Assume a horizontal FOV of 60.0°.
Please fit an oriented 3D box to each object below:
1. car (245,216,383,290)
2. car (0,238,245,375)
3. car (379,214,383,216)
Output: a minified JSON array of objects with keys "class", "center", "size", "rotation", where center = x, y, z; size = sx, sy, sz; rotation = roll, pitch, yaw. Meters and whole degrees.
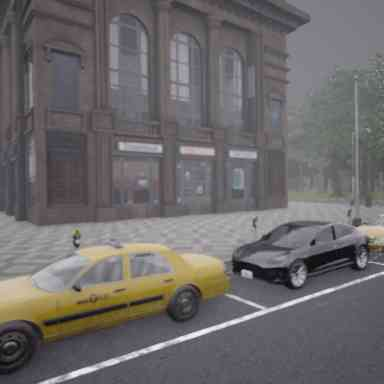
[{"class":"car","center":[3.018,1.457,8.830],"size":[4.313,1.339,1.947],"rotation":[-1,0,-36]},{"class":"car","center":[-1.537,1.501,5.560],"size":[4.829,1.417,1.752],"rotation":[-1,0,-36]},{"class":"car","center":[7.296,1.338,11.902],"size":[4.829,1.417,1.752],"rotation":[-1,0,-36]}]
